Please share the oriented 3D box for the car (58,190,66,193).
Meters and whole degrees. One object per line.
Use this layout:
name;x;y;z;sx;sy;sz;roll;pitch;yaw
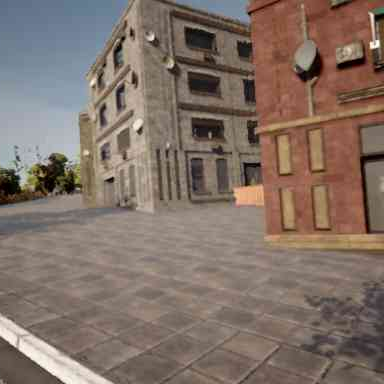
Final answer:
car;-28.266;0.058;70.760;2.128;1.511;4.902;-4;3;1
